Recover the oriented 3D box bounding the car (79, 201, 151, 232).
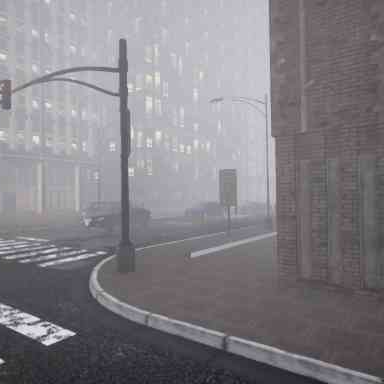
[{"bbox_3d":[-4.633,1.557,20.983,2.128,1.511,4.902,-1,-1,34],"label":"car"}]

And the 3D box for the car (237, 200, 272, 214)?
[{"bbox_3d":[7.255,1.707,37.514,1.895,1.301,4.718,-1,-1,36],"label":"car"}]

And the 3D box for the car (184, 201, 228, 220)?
[{"bbox_3d":[1.298,1.563,29.228,1.882,1.535,5.008,-1,-1,36],"label":"car"}]

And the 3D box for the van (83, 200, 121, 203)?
[{"bbox_3d":[-6.008,1.460,23.498,1.690,1.788,3.998,-2,-1,36],"label":"van"}]
